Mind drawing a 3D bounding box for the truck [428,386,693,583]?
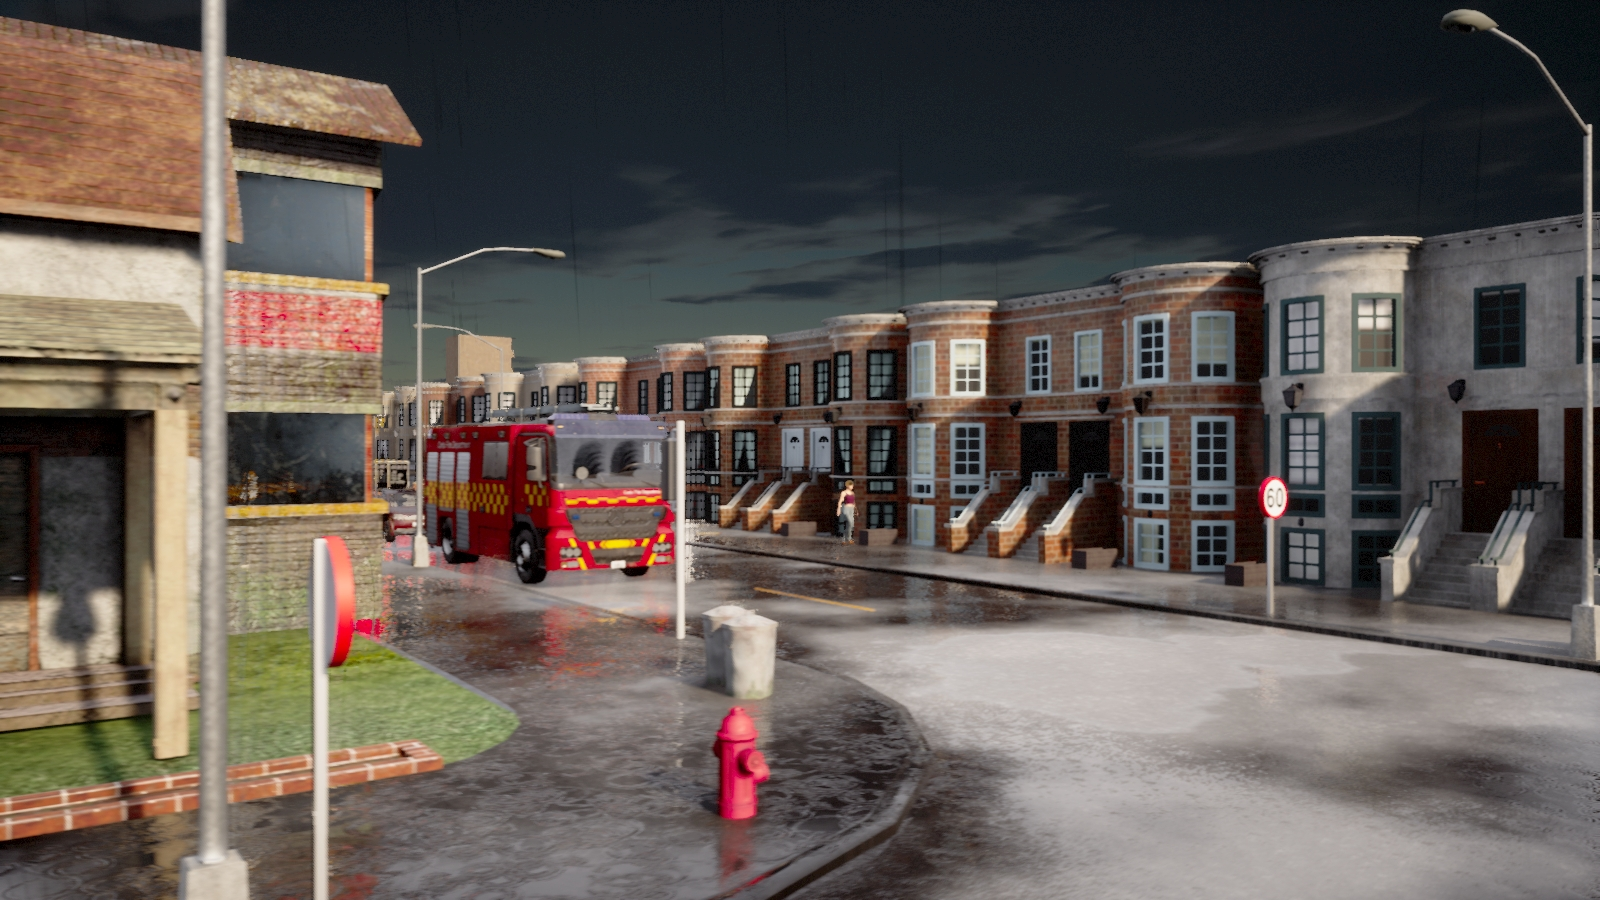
[{"bbox_3d":[-5.839,0.671,26.402,2.891,3.827,8.468,0,0,-35],"label":"truck"}]

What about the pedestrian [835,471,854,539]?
[{"bbox_3d":[1.247,1.523,31.887,0.375,1.860,0.375,0,0,-40],"label":"pedestrian"}]
